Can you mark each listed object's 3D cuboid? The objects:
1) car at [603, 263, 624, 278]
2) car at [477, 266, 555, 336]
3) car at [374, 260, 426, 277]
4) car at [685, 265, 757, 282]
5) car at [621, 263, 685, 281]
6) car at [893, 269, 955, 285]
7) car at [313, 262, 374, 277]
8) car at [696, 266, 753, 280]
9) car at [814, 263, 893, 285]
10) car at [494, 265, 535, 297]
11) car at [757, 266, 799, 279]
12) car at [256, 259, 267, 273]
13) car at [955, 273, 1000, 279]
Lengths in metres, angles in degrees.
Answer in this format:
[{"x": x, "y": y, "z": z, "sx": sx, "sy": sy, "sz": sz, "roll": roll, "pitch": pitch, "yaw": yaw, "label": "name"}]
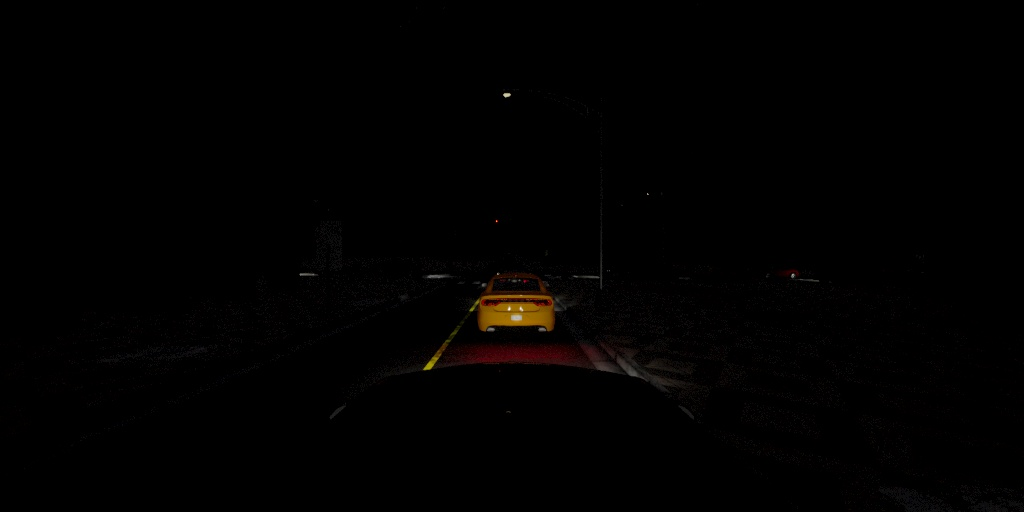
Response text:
[{"x": 11.905, "y": 1.454, "z": 36.890, "sx": 4.892, "sy": 1.490, "sz": 1.837, "roll": 1, "pitch": 0, "yaw": 0, "label": "car"}, {"x": 0.104, "y": 1.227, "z": 10.479, "sx": 1.882, "sy": 1.535, "sz": 5.008, "roll": 0, "pitch": 0, "yaw": 0, "label": "car"}, {"x": -10.541, "y": 1.127, "z": 33.710, "sx": 4.892, "sy": 1.490, "sz": 1.837, "roll": 1, "pitch": 0, "yaw": 0, "label": "car"}, {"x": 17.958, "y": 1.569, "z": 31.027, "sx": 4.829, "sy": 1.417, "sz": 1.751, "roll": 0, "pitch": 0, "yaw": 0, "label": "car"}, {"x": 12.146, "y": 1.522, "z": 31.032, "sx": 4.313, "sy": 1.339, "sz": 1.948, "roll": 0, "pitch": 0, "yaw": 0, "label": "car"}, {"x": 34.719, "y": 1.862, "z": 31.014, "sx": 4.507, "sy": 1.381, "sz": 1.888, "roll": 0, "pitch": 0, "yaw": 0, "label": "car"}, {"x": -14.762, "y": 1.114, "z": 30.957, "sx": 4.403, "sy": 1.370, "sz": 2.007, "roll": 0, "pitch": 0, "yaw": 0, "label": "car"}, {"x": 21.823, "y": 1.704, "z": 36.881, "sx": 4.718, "sy": 1.301, "sz": 1.895, "roll": 1, "pitch": 0, "yaw": 0, "label": "car"}, {"x": 29.075, "y": 1.538, "z": 31.018, "sx": 5.009, "sy": 1.841, "sz": 2.192, "roll": 0, "pitch": 0, "yaw": 0, "label": "car"}, {"x": 0.113, "y": 1.296, "z": 20.306, "sx": 2.033, "sy": 1.411, "sz": 5.357, "roll": 0, "pitch": 0, "yaw": 0, "label": "car"}, {"x": 29.090, "y": 1.763, "z": 39.544, "sx": 4.507, "sy": 1.381, "sz": 1.888, "roll": 0, "pitch": 0, "yaw": 0, "label": "car"}, {"x": -22.806, "y": 1.015, "z": 33.718, "sx": 4.181, "sy": 1.385, "sz": 1.994, "roll": 1, "pitch": 0, "yaw": 0, "label": "car"}, {"x": 40.369, "y": 1.993, "z": 31.009, "sx": 4.207, "sy": 1.307, "sz": 1.802, "roll": 0, "pitch": 0, "yaw": 0, "label": "car"}]
